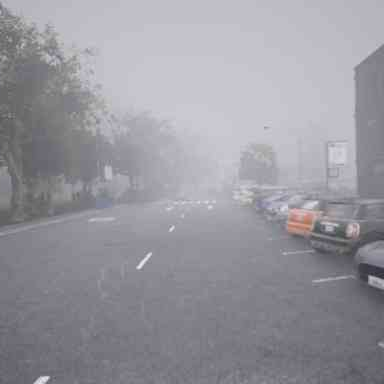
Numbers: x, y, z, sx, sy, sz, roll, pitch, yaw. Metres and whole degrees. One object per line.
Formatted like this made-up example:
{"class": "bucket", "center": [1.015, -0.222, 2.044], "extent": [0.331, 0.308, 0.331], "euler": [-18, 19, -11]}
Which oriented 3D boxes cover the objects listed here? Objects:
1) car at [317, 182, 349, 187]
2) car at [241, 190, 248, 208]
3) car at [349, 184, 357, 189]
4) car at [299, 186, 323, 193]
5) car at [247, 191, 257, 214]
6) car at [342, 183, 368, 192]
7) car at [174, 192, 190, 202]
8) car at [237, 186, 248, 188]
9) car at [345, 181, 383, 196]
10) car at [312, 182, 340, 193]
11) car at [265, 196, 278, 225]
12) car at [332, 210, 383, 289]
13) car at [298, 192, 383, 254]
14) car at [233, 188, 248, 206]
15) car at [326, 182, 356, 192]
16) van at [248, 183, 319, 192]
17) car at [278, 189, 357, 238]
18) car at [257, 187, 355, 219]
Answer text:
{"class": "car", "center": [21.121, -0.384, 52.080], "extent": [2.435, 2.045, 5.566], "euler": [-2, 2, -18]}
{"class": "car", "center": [6.854, 0.785, 27.794], "extent": [4.674, 1.452, 2.002], "euler": [-1, 1, -17]}
{"class": "car", "center": [24.046, -0.193, 52.044], "extent": [2.163, 1.488, 4.792], "euler": [-3, 2, -19]}
{"class": "car", "center": [24.629, -0.515, 68.979], "extent": [2.163, 1.488, 4.792], "euler": [-2, 0, -18]}
{"class": "car", "center": [6.520, 0.865, 21.801], "extent": [5.008, 1.535, 2.097], "euler": [-1, 1, -17]}
{"class": "car", "center": [33.699, -0.943, 68.736], "extent": [2.185, 1.767, 4.553], "euler": [-2, 0, -18]}
{"class": "car", "center": [-1.326, 0.690, 48.161], "extent": [2.033, 1.411, 5.357], "euler": [-2, 1, 6]}
{"class": "car", "center": [7.331, 0.314, 36.808], "extent": [5.566, 2.045, 2.435], "euler": [-1, 1, -17]}
{"class": "car", "center": [27.001, -0.563, 51.959], "extent": [2.435, 2.045, 5.566], "euler": [-3, 2, -18]}
{"class": "car", "center": [27.641, -0.887, 68.893], "extent": [2.435, 2.045, 5.566], "euler": [-2, 0, -18]}
{"class": "car", "center": [6.201, 1.025, 15.800], "extent": [4.674, 1.452, 2.002], "euler": [-1, 1, -17]}
{"class": "car", "center": [5.674, 1.201, 6.793], "extent": [4.792, 1.488, 2.163], "euler": [-1, 1, -17]}
{"class": "car", "center": [5.831, 0.983, 9.799], "extent": [4.553, 1.767, 2.185], "euler": [-1, 1, -17]}
{"class": "car", "center": [6.827, 0.686, 30.740], "extent": [5.366, 1.575, 1.946], "euler": [-1, 1, -17]}
{"class": "car", "center": [30.698, -0.979, 68.766], "extent": [2.435, 2.045, 5.566], "euler": [-2, 0, -19]}
{"class": "van", "center": [6.795, 0.576, 24.831], "extent": [4.442, 1.987, 1.878], "euler": [-1, 1, -17]}
{"class": "car", "center": [5.998, 0.921, 12.795], "extent": [4.553, 1.767, 2.185], "euler": [-1, 1, -17]}
{"class": "car", "center": [6.394, 0.798, 18.798], "extent": [4.553, 1.767, 2.185], "euler": [-1, 1, -17]}
